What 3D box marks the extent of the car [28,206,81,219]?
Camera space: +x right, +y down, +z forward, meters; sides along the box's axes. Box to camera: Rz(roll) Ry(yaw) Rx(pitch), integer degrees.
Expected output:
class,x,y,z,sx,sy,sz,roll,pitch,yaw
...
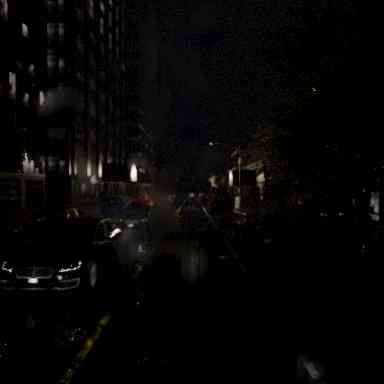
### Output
class,x,y,z,sx,sy,sz,roll,pitch,yaw
car,-5.722,1.382,13.991,1.967,1.590,4.097,-1,0,0

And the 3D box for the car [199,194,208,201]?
class,x,y,z,sx,sy,sz,roll,pitch,yaw
car,2.639,1.255,75.594,1.802,1.307,4.206,-1,0,0

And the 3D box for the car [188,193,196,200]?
class,x,y,z,sx,sy,sz,roll,pitch,yaw
car,-0.041,1.194,76.842,2.033,1.411,5.357,0,0,0

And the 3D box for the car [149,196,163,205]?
class,x,y,z,sx,sy,sz,roll,pitch,yaw
car,-5.730,1.316,53.462,1.887,1.381,4.507,-1,0,0

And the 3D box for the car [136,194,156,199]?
class,x,y,z,sx,sy,sz,roll,pitch,yaw
car,-5.724,1.159,36.857,2.192,1.841,5.009,-1,0,0

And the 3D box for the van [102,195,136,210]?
class,x,y,z,sx,sy,sz,roll,pitch,yaw
van,-5.718,1.232,25.788,1.690,1.788,3.998,-1,0,0

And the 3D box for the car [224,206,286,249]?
class,x,y,z,sx,sy,sz,roll,pitch,yaw
car,2.683,1.490,13.979,2.008,1.369,4.403,-1,0,0

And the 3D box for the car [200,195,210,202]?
class,x,y,z,sx,sy,sz,roll,pitch,yaw
car,2.642,1.263,70.059,1.947,1.339,4.313,-1,0,0

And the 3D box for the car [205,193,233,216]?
class,x,y,z,sx,sy,sz,roll,pitch,yaw
car,2.658,1.180,31.317,2.192,1.841,5.009,-1,0,0

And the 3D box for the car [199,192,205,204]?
class,x,y,z,sx,sy,sz,roll,pitch,yaw
car,2.644,1.060,58.990,2.192,1.841,5.009,-1,0,0

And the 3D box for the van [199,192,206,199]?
class,x,y,z,sx,sy,sz,roll,pitch,yaw
van,2.629,0.967,86.661,1.690,1.788,3.998,-1,0,0

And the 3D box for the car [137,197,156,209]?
class,x,y,z,sx,sy,sz,roll,pitch,yaw
car,-5.724,1.346,42.223,1.752,1.417,4.829,-1,0,0

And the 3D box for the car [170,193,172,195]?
class,x,y,z,sx,sy,sz,roll,pitch,yaw
car,-5.739,1.226,69.896,1.752,1.417,4.829,-1,0,0

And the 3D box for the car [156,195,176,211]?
class,x,y,z,sx,sy,sz,roll,pitch,yaw
car,-3.020,1.393,37.721,2.033,1.411,5.357,0,0,0

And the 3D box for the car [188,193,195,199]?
class,x,y,z,sx,sy,sz,roll,pitch,yaw
car,-0.046,0.953,87.126,1.837,1.490,4.892,0,0,0

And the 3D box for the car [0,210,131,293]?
class,x,y,z,sx,sy,sz,roll,pitch,yaw
car,-3.095,1.468,8.912,1.837,1.490,4.892,0,0,0

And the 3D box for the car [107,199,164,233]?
class,x,y,z,sx,sy,sz,roll,pitch,yaw
car,-3.054,1.410,19.207,2.128,1.511,4.902,0,0,1
